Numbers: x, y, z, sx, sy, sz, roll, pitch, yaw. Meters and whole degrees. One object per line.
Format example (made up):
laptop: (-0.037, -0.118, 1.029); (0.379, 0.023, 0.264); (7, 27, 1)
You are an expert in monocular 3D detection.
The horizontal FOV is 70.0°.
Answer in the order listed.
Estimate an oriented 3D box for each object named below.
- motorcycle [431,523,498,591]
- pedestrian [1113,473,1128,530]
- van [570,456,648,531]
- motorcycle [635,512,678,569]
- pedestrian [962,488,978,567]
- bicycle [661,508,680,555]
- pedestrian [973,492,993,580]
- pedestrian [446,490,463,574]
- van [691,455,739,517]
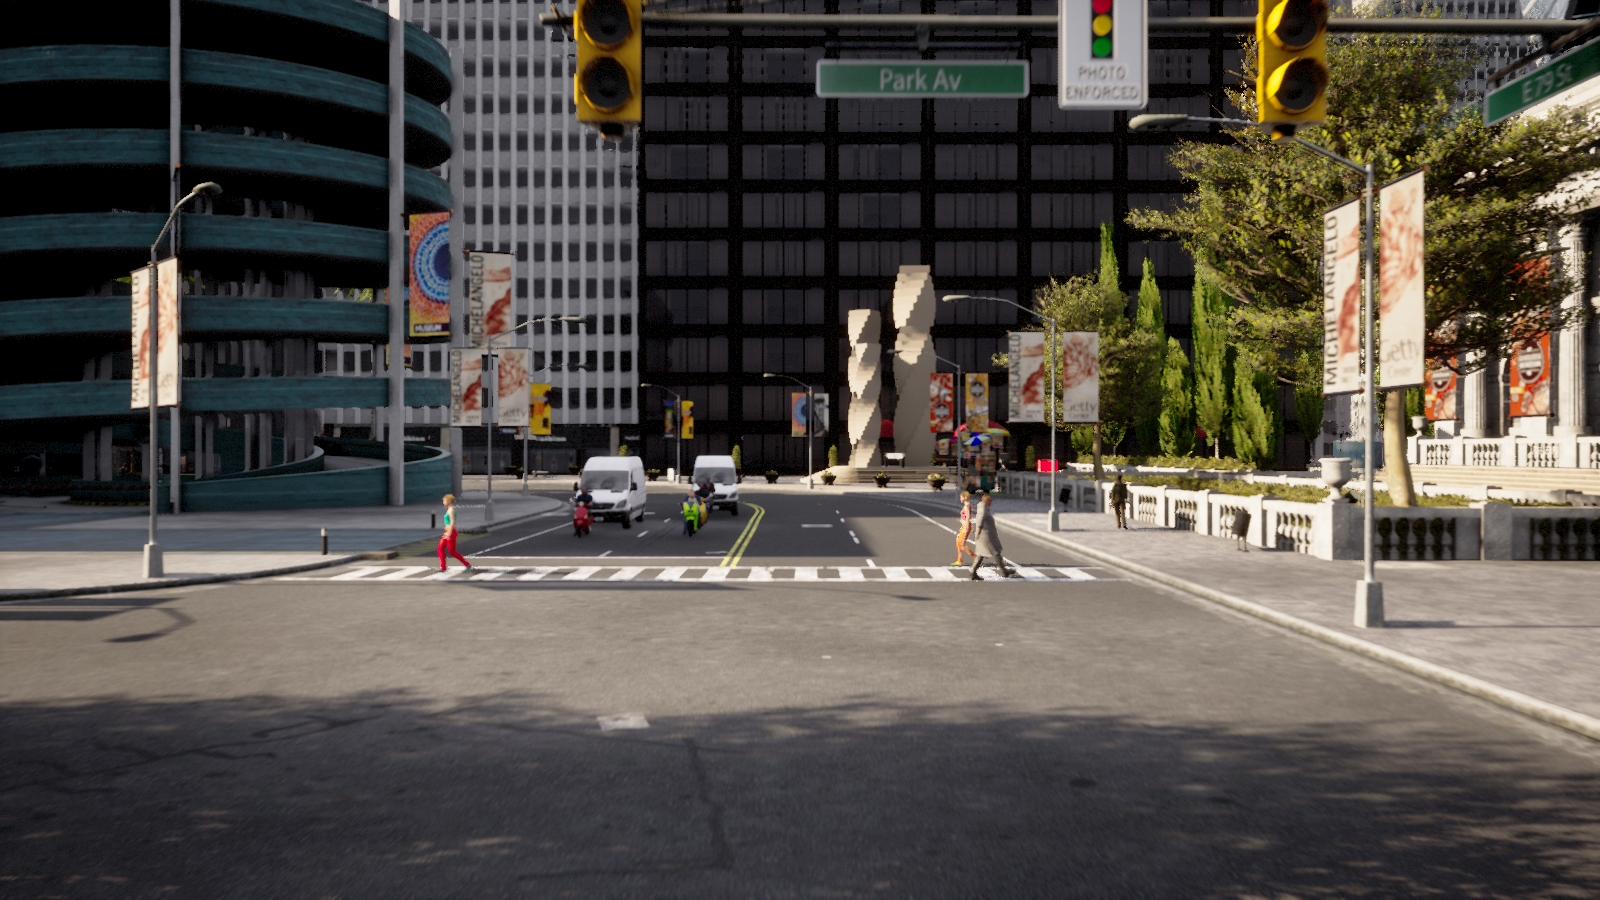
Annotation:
motorcycle: (-6.929, 2.183, 23.678); (0.856, 1.236, 1.805); (0, 0, 0)
pedestrian: (10.628, 1.697, 37.889); (0.375, 1.860, 0.375); (0, 0, -5)
van: (-7.067, 1.536, 42.839); (1.988, 2.561, 5.915); (0, 0, -1)
motorcycle: (-3.470, 2.183, 27.752); (0.856, 1.236, 1.805); (0, 0, -1)
pedestrian: (4.070, 1.849, 27.389); (0.375, 1.860, 0.375); (0, 0, 10)
bicycle: (-3.555, 2.211, 31.391); (0.329, 1.171, 1.835); (0, 0, -1)
pedestrian: (3.934, 1.849, 24.548); (0.375, 1.860, 0.375); (0, 0, 0)
pedestrian: (-7.831, 1.850, 25.903); (0.375, 1.860, 0.375); (0, 0, -16)
van: (-3.808, 1.536, 50.723); (1.988, 2.561, 5.915); (0, 0, -5)
